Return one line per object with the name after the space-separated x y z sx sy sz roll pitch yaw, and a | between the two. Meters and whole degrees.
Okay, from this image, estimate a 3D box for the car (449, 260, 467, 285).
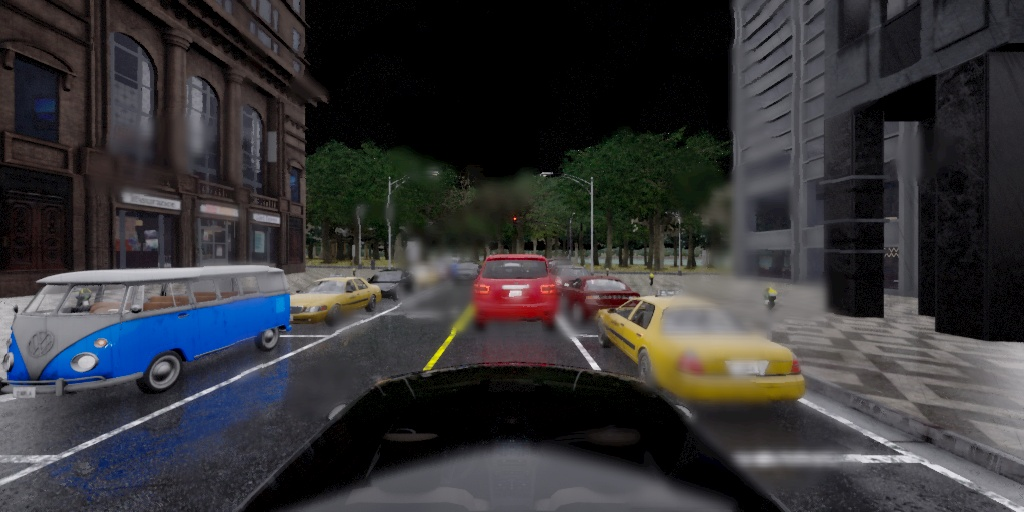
-3.040 1.259 25.978 1.837 1.490 4.892 0 0 0 | car

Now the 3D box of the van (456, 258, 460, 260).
-5.751 1.095 33.524 1.690 1.789 3.998 0 0 0 | van

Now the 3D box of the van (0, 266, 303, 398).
-5.761 1.091 6.336 1.690 1.789 3.998 0 0 0 | van

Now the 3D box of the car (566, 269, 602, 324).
2.766 1.295 11.771 1.888 1.381 4.507 0 0 0 | car

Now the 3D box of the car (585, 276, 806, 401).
2.764 1.275 6.503 1.751 1.417 4.829 0 0 0 | car

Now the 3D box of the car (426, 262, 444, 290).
-5.755 1.277 22.479 1.751 1.417 4.829 0 0 0 | car

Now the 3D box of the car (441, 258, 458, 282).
-5.753 1.193 28.086 1.967 1.591 4.097 0 0 0 | car

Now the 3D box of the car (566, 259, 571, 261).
2.770 1.066 22.646 2.192 1.841 5.009 0 0 0 | car

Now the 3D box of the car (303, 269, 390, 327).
-5.759 1.276 11.604 1.751 1.417 4.829 0 0 0 | car

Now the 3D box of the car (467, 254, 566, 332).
0.106 0.972 11.029 2.150 2.045 5.566 0 0 0 | car

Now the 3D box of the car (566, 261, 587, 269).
2.768 1.190 17.208 1.967 1.591 4.097 0 0 0 | car

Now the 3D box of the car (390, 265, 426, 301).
-5.757 1.317 17.211 1.948 1.339 4.313 0 0 0 | car
